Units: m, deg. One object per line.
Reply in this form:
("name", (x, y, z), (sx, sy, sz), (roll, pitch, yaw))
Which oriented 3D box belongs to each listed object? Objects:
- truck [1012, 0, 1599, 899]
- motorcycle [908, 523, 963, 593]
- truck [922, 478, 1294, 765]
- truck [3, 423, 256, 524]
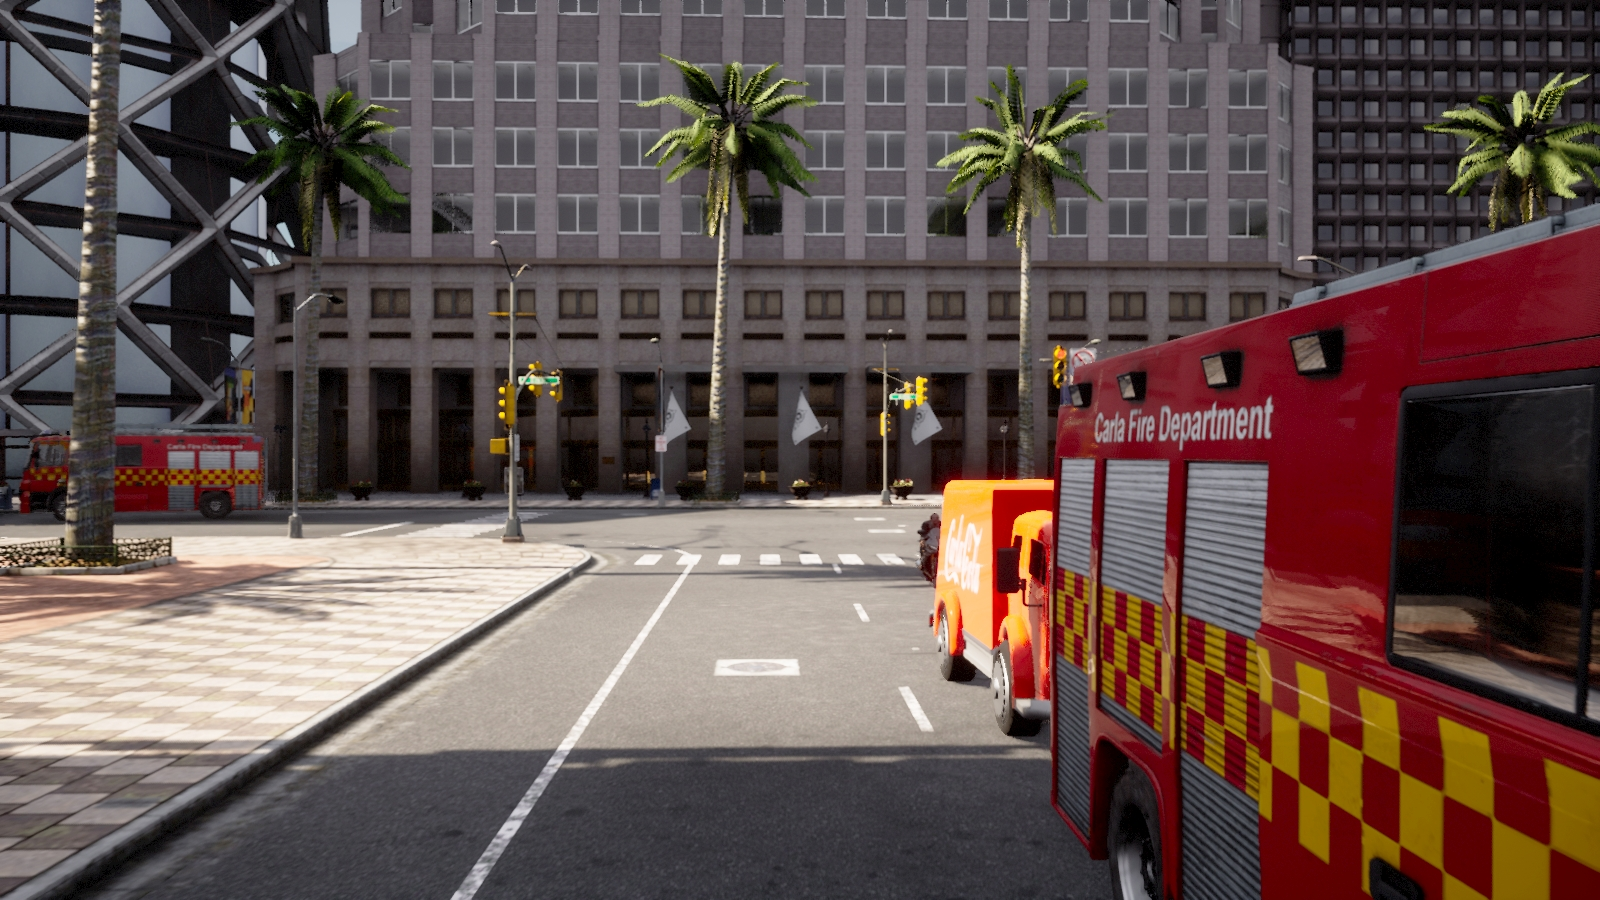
("truck", (2.978, 0.891, 3.456), (2.891, 3.827, 8.468), (0, 0, -2))
("motorcycle", (2.780, 2.204, 23.658), (0.867, 1.251, 2.209), (0, 0, -1))
("truck", (3.015, 1.576, 12.746), (2.627, 2.467, 5.204), (0, -1, -1))
("truck", (-26.711, 0.887, 46.060), (8.468, 3.827, 2.891), (0, 0, -22))
